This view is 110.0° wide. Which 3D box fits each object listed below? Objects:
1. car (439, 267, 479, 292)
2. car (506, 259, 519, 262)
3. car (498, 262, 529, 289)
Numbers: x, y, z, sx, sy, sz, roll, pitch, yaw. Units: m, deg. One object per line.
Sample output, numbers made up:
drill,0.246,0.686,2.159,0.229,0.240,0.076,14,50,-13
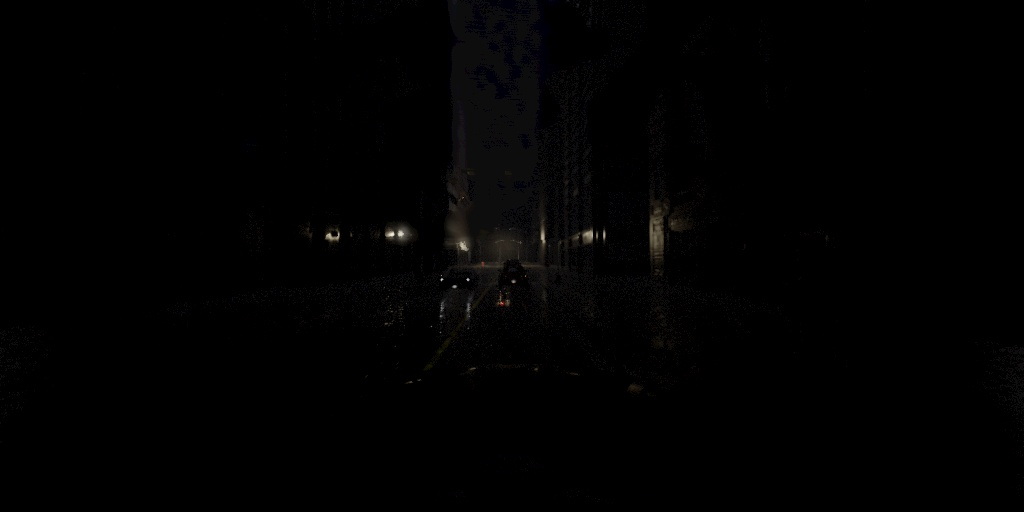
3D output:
car,-3.110,1.371,21.696,1.895,1.301,4.718,0,0,0
car,0.073,1.158,41.939,2.097,1.767,4.553,0,0,0
car,0.087,1.297,23.130,1.812,1.442,4.674,0,0,0
